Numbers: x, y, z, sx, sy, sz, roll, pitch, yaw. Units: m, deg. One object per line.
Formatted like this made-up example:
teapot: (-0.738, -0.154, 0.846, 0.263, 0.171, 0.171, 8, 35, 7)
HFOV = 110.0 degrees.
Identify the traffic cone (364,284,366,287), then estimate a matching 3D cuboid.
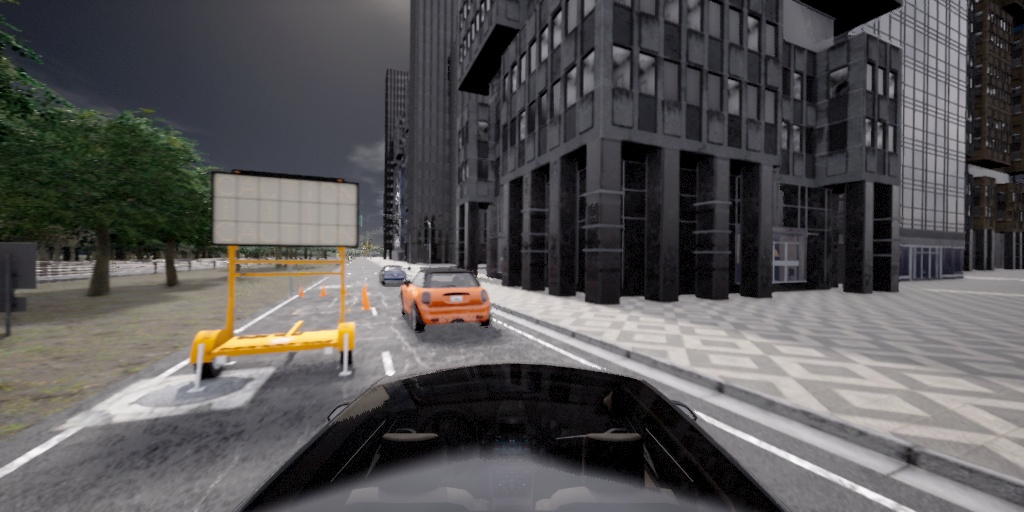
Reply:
traffic cone: (-7.224, 1.787, 17.678, 0.340, 0.580, 0.340, 0, 0, -23)

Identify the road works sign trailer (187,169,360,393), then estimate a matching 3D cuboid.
road works sign trailer: (-4.298, 0.227, 6.972, 2.380, 3.560, 2.880, 0, 0, -23)

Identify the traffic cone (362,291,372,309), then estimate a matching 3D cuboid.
traffic cone: (-5.669, 1.766, 13.993, 0.340, 0.580, 0.340, 0, 0, -23)

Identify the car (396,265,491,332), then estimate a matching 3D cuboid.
car: (-2.288, 1.161, 11.437, 2.097, 1.767, 4.553, 1, 0, -23)

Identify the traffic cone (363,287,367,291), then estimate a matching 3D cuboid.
traffic cone: (-6.446, 1.776, 15.836, 0.340, 0.580, 0.340, 0, 0, -23)

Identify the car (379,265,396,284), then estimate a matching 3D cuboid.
car: (-9.496, 1.444, 28.513, 2.033, 1.411, 5.357, 1, 0, -23)
